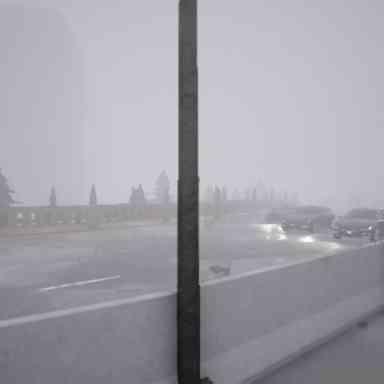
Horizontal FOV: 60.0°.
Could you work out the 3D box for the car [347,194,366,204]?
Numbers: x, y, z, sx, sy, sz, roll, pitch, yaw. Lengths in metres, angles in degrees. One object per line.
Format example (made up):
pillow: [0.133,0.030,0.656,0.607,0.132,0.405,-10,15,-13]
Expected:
car: [27.957,1.443,56.776,2.150,2.045,5.566,0,0,17]

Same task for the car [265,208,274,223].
car: [7.288,1.666,25.552,1.994,1.385,4.181,0,0,40]

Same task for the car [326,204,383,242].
car: [8.719,1.565,16.695,1.837,1.490,4.892,0,0,44]

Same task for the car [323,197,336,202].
car: [25.802,1.747,62.509,2.128,1.511,4.902,0,0,14]

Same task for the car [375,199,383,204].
car: [30.190,1.745,52.406,1.994,1.385,4.181,0,0,19]

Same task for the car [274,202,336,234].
car: [7.151,1.583,20.112,1.837,1.490,4.892,0,0,42]
